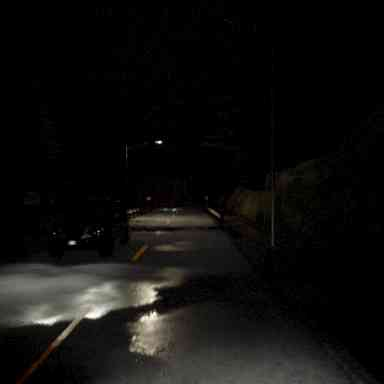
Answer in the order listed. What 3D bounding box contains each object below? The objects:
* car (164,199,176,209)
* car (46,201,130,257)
[{"bbox_3d":[-4.151,2.208,63.751,2.097,1.767,4.553,0,-1,-1],"label":"car"},{"bbox_3d":[-4.095,1.419,14.142,2.150,2.045,5.566,0,-1,0],"label":"car"}]
